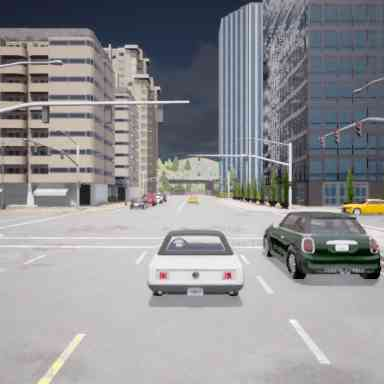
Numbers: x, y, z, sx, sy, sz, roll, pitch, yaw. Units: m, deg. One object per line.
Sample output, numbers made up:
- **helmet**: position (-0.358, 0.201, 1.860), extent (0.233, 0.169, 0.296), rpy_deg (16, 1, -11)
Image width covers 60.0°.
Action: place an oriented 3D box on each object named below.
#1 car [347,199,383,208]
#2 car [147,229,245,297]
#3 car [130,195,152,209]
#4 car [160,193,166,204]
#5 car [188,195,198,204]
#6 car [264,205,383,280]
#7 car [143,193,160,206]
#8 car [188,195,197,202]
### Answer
- **car**: position (16.856, 1.422, 31.570), extent (5.008, 1.535, 1.882), rpy_deg (0, 0, 1)
- **car**: position (0.087, 1.601, 8.532), extent (1.895, 1.301, 4.718), rpy_deg (0, 0, 0)
- **car**: position (-7.044, 1.491, 44.637), extent (2.128, 1.511, 4.902), rpy_deg (0, 0, 0)
- **car**: position (-6.961, 1.221, 64.685), extent (2.150, 2.045, 5.566), rpy_deg (0, 0, 2)
- **car**: position (0.180, 1.477, 66.199), extent (1.882, 1.535, 5.008), rpy_deg (0, 0, 0)
- **car**: position (3.595, 1.351, 10.063), extent (2.097, 1.767, 4.553), rpy_deg (0, 0, 0)
- **car**: position (-7.025, 1.222, 54.209), extent (2.150, 2.045, 5.566), rpy_deg (0, 0, 0)
- **car**: position (0.097, 1.540, 80.030), extent (2.033, 1.411, 5.357), rpy_deg (0, 0, 0)
